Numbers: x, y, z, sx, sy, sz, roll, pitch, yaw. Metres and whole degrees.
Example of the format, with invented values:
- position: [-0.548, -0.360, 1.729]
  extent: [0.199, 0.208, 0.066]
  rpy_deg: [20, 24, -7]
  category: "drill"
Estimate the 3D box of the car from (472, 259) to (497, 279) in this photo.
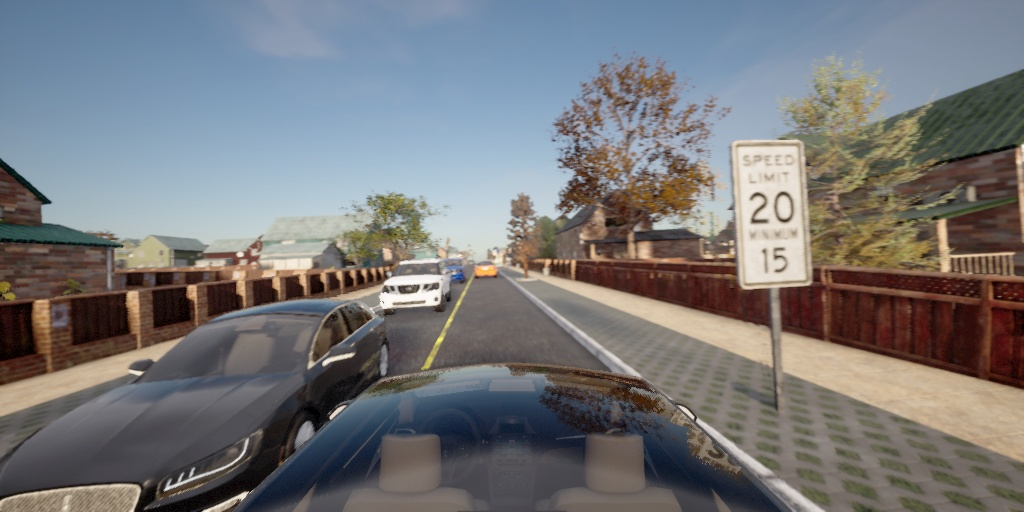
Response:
- position: [-2.614, 1.254, 35.981]
  extent: [2.097, 1.767, 4.553]
  rpy_deg: [-3, 0, -4]
  category: "car"

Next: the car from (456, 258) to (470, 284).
- position: [-5.015, 1.222, 30.021]
  extent: [2.150, 2.045, 5.566]
  rpy_deg: [-3, 0, -4]
  category: "car"

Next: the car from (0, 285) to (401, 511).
- position: [-2.871, 1.382, 4.471]
  extent: [1.837, 1.490, 4.892]
  rpy_deg: [-3, 0, -6]
  category: "car"

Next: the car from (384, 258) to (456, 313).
- position: [-3.806, 1.149, 15.102]
  extent: [2.150, 2.045, 5.566]
  rpy_deg: [-3, 0, -5]
  category: "car"
